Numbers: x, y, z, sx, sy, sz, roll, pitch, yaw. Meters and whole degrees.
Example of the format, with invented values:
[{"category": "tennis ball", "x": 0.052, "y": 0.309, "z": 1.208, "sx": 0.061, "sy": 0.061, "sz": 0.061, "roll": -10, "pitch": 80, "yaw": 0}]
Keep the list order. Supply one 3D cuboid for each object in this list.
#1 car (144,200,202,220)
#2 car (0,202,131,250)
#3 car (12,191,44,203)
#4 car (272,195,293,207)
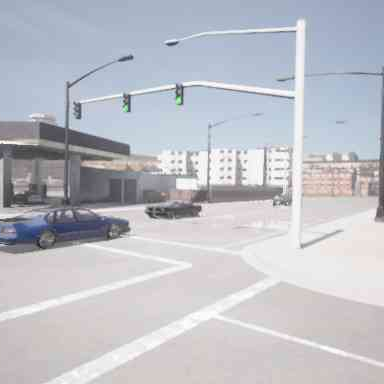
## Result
[{"category": "car", "x": -1.275, "y": 1.227, "z": 24.238, "sx": 1.895, "sy": 1.301, "sz": 4.718, "roll": 2, "pitch": 1, "yaw": 36}, {"category": "car", "x": -4.910, "y": 1.267, "z": 13.042, "sx": 2.033, "sy": 1.411, "sz": 5.357, "roll": 2, "pitch": 1, "yaw": 36}, {"category": "car", "x": -18.054, "y": 0.584, "z": 36.589, "sx": 3.806, "sy": 1.475, "sz": 1.970, "roll": 2, "pitch": 1, "yaw": 37}, {"category": "car", "x": 11.845, "y": 1.117, "z": 42.480, "sx": 1.837, "sy": 1.490, "sz": 4.892, "roll": 2, "pitch": 1, "yaw": 36}]
